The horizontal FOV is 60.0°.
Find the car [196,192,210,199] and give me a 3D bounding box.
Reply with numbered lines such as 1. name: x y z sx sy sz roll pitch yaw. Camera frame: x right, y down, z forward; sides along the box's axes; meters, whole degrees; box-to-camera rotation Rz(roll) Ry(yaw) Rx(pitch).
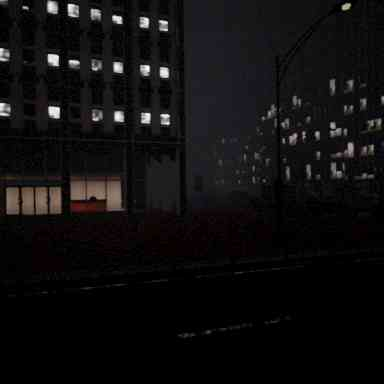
1. car: 2.720 0.710 80.283 1.967 1.590 4.097 0 1 -20

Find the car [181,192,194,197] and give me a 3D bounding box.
1. car: -1.235 0.715 90.941 2.008 1.369 4.403 0 1 -20

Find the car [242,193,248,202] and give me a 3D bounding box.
1. car: 9.471 1.229 45.456 2.033 1.411 5.357 -1 1 -20

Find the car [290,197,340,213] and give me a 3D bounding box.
1. car: 13.055 1.320 35.786 2.033 1.411 5.357 -1 1 -20

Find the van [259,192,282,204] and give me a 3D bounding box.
1. van: 12.607 0.871 53.640 1.690 1.788 3.998 0 1 -20

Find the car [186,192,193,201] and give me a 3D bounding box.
1. car: -1.181 1.060 66.713 2.008 1.369 4.403 0 1 -20

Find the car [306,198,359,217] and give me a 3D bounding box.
1. car: 12.540 1.434 29.369 1.947 1.339 4.313 0 1 -20

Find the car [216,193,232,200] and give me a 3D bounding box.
1. car: 6.676 0.957 69.628 1.802 1.307 4.206 0 1 -20

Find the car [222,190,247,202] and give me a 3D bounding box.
1. car: 7.900 0.732 58.852 2.150 2.045 5.566 -1 1 -20

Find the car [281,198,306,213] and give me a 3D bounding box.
1. car: 10.579 1.399 34.706 1.802 1.307 4.206 0 1 -20

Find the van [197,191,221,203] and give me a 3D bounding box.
1. van: 2.774 0.955 56.054 1.690 1.788 3.998 0 1 -20

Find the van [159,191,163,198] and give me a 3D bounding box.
1. van: -7.114 0.693 82.697 1.690 1.788 3.998 0 1 -20

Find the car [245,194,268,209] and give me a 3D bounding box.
1. car: 8.656 1.332 40.054 1.947 1.339 4.313 0 1 -20

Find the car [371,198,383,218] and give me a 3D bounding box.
1. car: 16.641 1.215 26.163 2.097 1.767 4.553 -1 1 -21

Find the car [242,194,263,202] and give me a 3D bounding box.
1. car: 10.631 1.061 58.971 1.802 1.307 4.206 0 1 -20

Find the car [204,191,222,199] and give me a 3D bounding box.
1. car: 4.697 0.637 74.954 2.192 1.841 5.009 0 1 -20
